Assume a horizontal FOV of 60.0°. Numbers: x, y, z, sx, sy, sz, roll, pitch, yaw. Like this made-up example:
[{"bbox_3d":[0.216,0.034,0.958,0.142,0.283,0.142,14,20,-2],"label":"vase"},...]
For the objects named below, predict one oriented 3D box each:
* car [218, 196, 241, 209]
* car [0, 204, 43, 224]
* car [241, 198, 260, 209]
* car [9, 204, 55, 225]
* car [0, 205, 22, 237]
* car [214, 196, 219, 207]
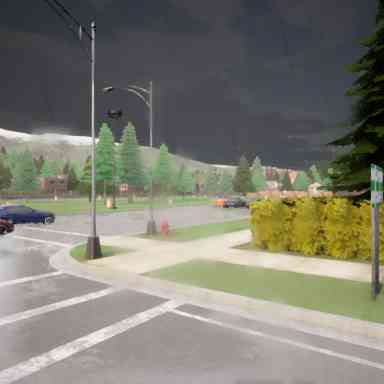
[{"bbox_3d":[6.198,1.547,45.774,2.033,1.411,5.357,0,0,36],"label":"car"},{"bbox_3d":[-13.639,1.601,24.354,1.895,1.301,4.718,0,0,36],"label":"car"},{"bbox_3d":[8.823,1.547,43.429,2.033,1.411,5.357,0,0,36],"label":"car"},{"bbox_3d":[-11.300,1.526,21.618,1.812,1.442,4.674,0,0,36],"label":"car"},{"bbox_3d":[-10.965,1.564,16.115,1.994,1.385,4.181,0,0,36],"label":"car"},{"bbox_3d":[5.337,1.351,50.548,2.097,1.767,4.553,0,0,36],"label":"car"}]
